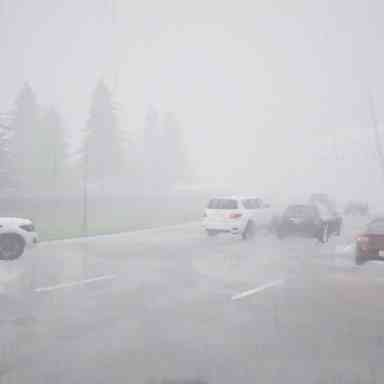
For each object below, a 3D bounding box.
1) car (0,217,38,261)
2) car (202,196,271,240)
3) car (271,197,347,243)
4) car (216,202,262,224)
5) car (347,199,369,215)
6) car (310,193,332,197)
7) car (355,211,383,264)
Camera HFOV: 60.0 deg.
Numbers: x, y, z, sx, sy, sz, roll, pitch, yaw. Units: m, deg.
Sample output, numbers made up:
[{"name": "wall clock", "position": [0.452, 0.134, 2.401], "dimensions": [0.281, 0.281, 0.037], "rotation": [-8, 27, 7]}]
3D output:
[{"name": "car", "position": [-8.129, 1.305, 10.885], "dimensions": [5.566, 2.045, 2.150], "rotation": [0, 0, -37]}, {"name": "car", "position": [2.665, 1.227, 17.359], "dimensions": [2.150, 2.045, 5.566], "rotation": [0, 0, 34]}, {"name": "car", "position": [5.828, 1.330, 16.196], "dimensions": [2.097, 1.767, 4.553], "rotation": [-1, 0, 35]}, {"name": "car", "position": [3.759, 1.571, 25.761], "dimensions": [1.994, 1.385, 4.181], "rotation": [-1, 0, 32]}, {"name": "car", "position": [16.160, 1.442, 32.598], "dimensions": [1.812, 1.442, 4.674], "rotation": [-1, 0, 31]}, {"name": "car", "position": [14.080, 1.159, 35.908], "dimensions": [2.150, 2.045, 5.566], "rotation": [-1, 0, 31]}, {"name": "car", "position": [6.634, 1.489, 10.787], "dimensions": [1.812, 1.442, 4.674], "rotation": [0, 0, 38]}]
